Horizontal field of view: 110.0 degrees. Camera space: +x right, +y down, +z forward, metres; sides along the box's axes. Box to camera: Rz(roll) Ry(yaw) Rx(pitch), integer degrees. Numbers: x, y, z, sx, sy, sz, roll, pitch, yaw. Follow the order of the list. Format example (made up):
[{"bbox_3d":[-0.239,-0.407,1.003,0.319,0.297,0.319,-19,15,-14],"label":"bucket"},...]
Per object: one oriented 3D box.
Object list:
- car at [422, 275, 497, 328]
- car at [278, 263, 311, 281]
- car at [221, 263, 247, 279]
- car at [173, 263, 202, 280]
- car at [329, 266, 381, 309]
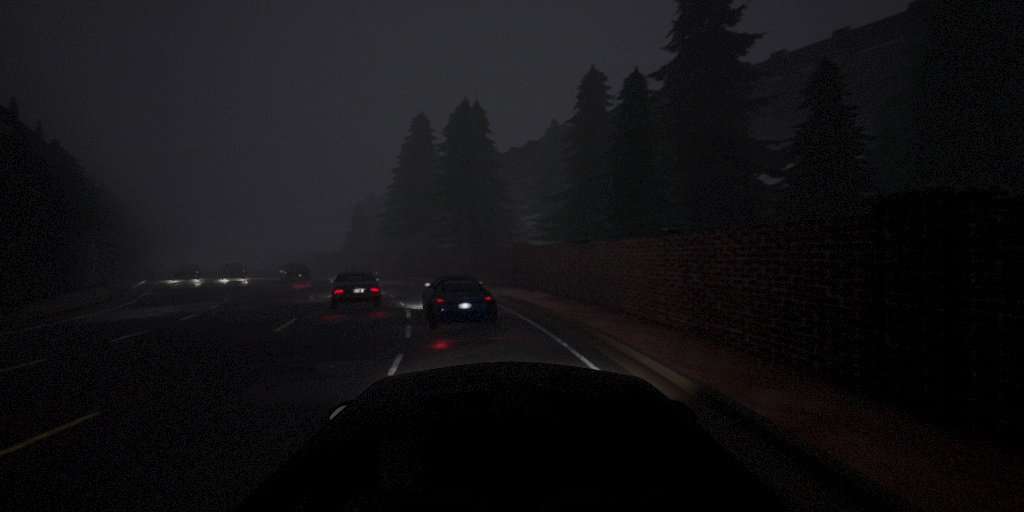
[{"bbox_3d":[-1.813,1.310,11.571,1.994,1.385,4.181,-1,0,-16],"label":"car"},{"bbox_3d":[-19.498,1.385,32.117,1.837,1.490,4.892,-1,0,-41],"label":"car"},{"bbox_3d":[-28.415,1.438,36.652,1.882,1.535,5.008,-1,0,-41],"label":"car"},{"bbox_3d":[-31.947,1.477,35.355,1.882,1.535,5.008,-1,0,-41],"label":"car"},{"bbox_3d":[-6.769,1.335,15.461,2.033,1.411,5.357,-1,0,-25],"label":"car"}]
